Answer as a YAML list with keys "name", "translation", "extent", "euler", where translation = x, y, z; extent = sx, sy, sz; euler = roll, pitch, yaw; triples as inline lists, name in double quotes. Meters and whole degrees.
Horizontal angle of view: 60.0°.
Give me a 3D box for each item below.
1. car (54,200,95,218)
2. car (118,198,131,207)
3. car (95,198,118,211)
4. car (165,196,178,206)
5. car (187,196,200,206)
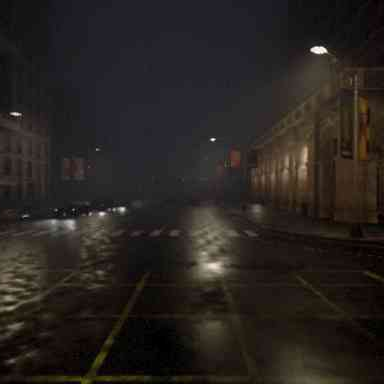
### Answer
- name: "car"
  translation: [-10.588, 1.546, 29.831]
  extent: [1.895, 1.301, 4.718]
  euler: [0, 0, 0]
- name: "car"
  translation: [-10.365, 1.510, 49.197]
  extent: [1.895, 1.301, 4.718]
  euler: [0, 0, 1]
- name: "car"
  translation: [-10.524, 1.406, 38.915]
  extent: [1.882, 1.535, 5.008]
  euler: [0, 0, 1]
- name: "car"
  translation: [-3.316, 1.392, 53.819]
  extent: [2.128, 1.511, 4.902]
  euler: [0, 0, 1]
- name: "car"
  translation: [0.183, 1.392, 53.784]
  extent: [2.128, 1.511, 4.902]
  euler: [0, 0, 1]
